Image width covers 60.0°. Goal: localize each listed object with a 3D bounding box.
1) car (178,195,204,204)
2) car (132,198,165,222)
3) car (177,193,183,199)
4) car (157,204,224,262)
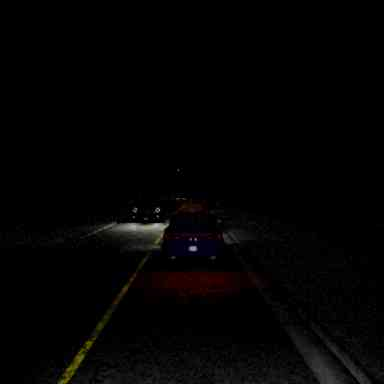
[{"bbox_3d":[0.003,1.345,29.026,1.882,1.535,5.008,0,0,0],"label":"car"},{"bbox_3d":[-3.154,1.237,24.878,2.097,1.767,4.553,0,0,0],"label":"car"},{"bbox_3d":[-3.255,1.064,93.722,1.837,1.490,4.892,0,0,0],"label":"car"},{"bbox_3d":[0.044,1.423,11.878,1.882,1.535,5.008,0,1,0],"label":"car"}]
